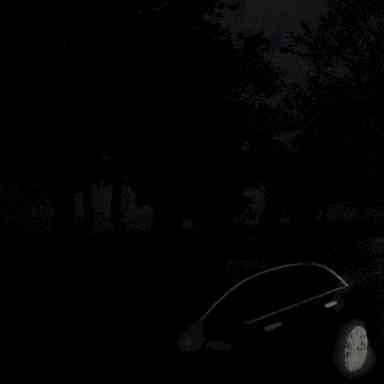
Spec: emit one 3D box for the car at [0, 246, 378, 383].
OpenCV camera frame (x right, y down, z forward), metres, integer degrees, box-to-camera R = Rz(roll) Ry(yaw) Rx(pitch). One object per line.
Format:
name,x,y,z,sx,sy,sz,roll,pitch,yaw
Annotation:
car,0.316,1.492,3.908,4.892,1.490,1.837,0,0,-35
